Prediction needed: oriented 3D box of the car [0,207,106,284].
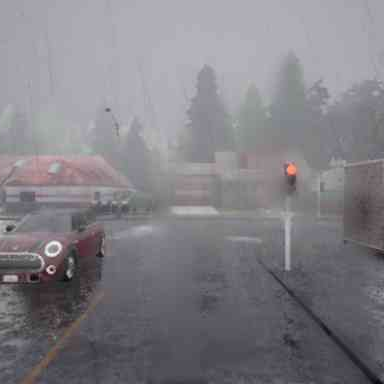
[{"bbox_3d":[-3.999,1.301,9.580,2.097,1.767,4.553,0,0,0],"label":"car"}]
